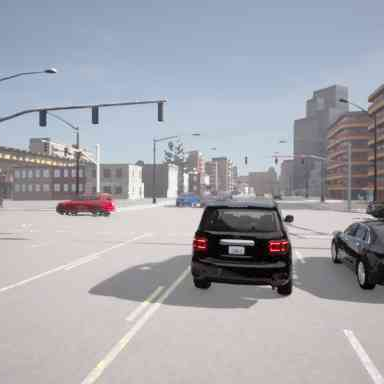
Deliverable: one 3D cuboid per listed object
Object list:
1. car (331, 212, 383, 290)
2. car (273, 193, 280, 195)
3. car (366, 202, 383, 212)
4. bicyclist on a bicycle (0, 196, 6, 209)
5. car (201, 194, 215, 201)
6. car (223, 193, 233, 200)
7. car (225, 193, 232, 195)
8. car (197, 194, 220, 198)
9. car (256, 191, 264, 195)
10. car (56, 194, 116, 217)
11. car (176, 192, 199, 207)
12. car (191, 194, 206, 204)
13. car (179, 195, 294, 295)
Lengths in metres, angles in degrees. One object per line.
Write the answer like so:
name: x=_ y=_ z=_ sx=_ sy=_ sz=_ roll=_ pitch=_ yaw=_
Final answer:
car: x=5.095 y=1.505 z=8.918 sx=1.837 sy=1.490 sz=4.892 roll=0 pitch=0 yaw=11
car: x=18.477 y=0.937 z=72.612 sx=2.033 sy=1.411 sz=5.357 roll=0 pitch=1 yaw=11
car: x=17.073 y=1.215 z=26.500 sx=5.566 sy=2.045 sz=2.150 roll=0 pitch=0 yaw=8
bicyclist on a bicycle: x=-23.840 y=1.302 z=41.444 sx=0.582 sy=1.620 sz=1.656 roll=0 pitch=0 yaw=10
car: x=3.297 y=1.073 z=68.204 sx=2.033 sy=1.411 sz=5.357 roll=0 pitch=1 yaw=12
car: x=8.084 y=0.924 z=74.198 sx=1.812 sy=1.442 sz=4.674 roll=0 pitch=1 yaw=11
car: x=6.034 y=1.090 z=64.244 sx=1.837 sy=1.490 sz=4.892 roll=0 pitch=1 yaw=12
car: x=2.328 y=1.380 z=46.057 sx=1.837 sy=1.490 sz=4.892 roll=0 pitch=1 yaw=11
car: x=17.423 y=0.557 z=85.141 sx=2.097 sy=1.767 sz=4.553 roll=0 pitch=1 yaw=11
car: x=-9.985 y=1.225 z=31.543 sx=5.566 sy=2.045 sz=2.150 roll=0 pitch=0 yaw=10
car: x=-0.753 y=1.078 z=48.463 sx=2.150 sy=2.045 sz=5.566 roll=0 pitch=1 yaw=12
car: x=1.159 y=1.216 z=57.940 sx=1.837 sy=1.490 sz=4.892 roll=0 pitch=1 yaw=11
car: x=1.534 y=1.221 z=9.038 sx=2.150 sy=2.045 sz=5.566 roll=0 pitch=0 yaw=14
